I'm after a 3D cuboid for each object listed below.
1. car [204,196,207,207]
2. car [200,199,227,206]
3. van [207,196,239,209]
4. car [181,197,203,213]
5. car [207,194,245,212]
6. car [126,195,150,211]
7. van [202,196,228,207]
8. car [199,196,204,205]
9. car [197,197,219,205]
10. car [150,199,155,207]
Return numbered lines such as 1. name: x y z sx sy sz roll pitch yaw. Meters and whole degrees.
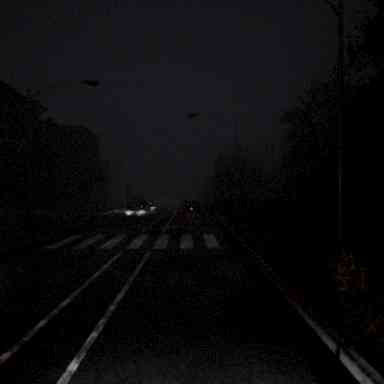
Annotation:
1. car: 4.950 1.382 42.261 5.566 2.045 2.435 1 -1 -22
2. car: 4.211 2.070 65.955 4.792 1.488 2.163 1 -1 -22
3. van: 4.784 1.573 51.199 4.442 1.987 1.878 1 -1 -22
4. car: -0.116 1.586 38.331 1.837 1.490 4.892 0 -1 -2
5. car: 5.094 1.328 39.337 5.566 2.045 2.435 1 -1 -22
6. car: -7.457 1.439 45.115 2.150 2.045 5.566 0 -1 -2
7. van: 4.390 1.770 63.035 4.442 1.987 1.878 1 -1 -22
8. car: 4.610 1.597 54.121 5.566 2.045 2.435 1 -1 -22
9. car: 3.727 2.078 77.803 4.553 1.767 2.185 1 -1 -23
10. car: -7.972 2.015 62.300 1.837 1.490 4.892 0 -1 -1
